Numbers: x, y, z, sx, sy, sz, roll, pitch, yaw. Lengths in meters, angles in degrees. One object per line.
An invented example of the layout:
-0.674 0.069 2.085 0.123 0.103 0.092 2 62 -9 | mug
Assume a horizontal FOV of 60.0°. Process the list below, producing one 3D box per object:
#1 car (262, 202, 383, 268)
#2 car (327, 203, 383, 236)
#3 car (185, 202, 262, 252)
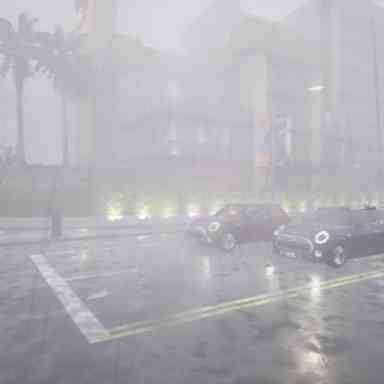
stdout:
4.836 1.264 11.001 4.553 1.767 2.097 0 1 -32 | car
10.023 1.421 18.298 5.357 1.411 2.033 0 1 -31 | car
1.954 1.214 13.339 4.553 1.767 2.097 0 1 -32 | car
